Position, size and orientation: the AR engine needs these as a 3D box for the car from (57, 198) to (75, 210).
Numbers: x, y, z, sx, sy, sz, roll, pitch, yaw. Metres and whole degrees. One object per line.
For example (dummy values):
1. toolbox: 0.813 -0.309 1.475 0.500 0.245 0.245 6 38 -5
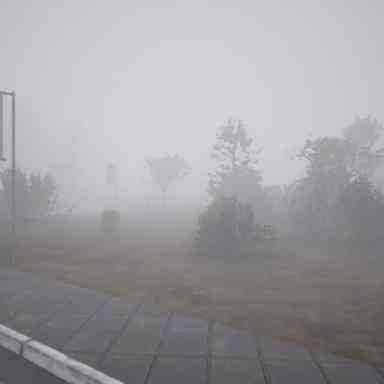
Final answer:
1. car: -17.021 1.481 41.513 2.128 1.511 4.902 0 0 39

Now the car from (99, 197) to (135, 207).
1. car: -10.559 1.468 49.534 2.033 1.411 5.357 0 1 39

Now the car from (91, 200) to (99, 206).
1. car: -13.227 1.520 51.800 1.895 1.301 4.718 0 1 39

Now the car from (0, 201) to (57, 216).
1. car: -15.640 1.563 31.745 1.994 1.385 4.181 0 0 39

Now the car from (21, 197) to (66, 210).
1. car: -19.552 1.480 43.952 2.128 1.511 4.902 0 0 39
